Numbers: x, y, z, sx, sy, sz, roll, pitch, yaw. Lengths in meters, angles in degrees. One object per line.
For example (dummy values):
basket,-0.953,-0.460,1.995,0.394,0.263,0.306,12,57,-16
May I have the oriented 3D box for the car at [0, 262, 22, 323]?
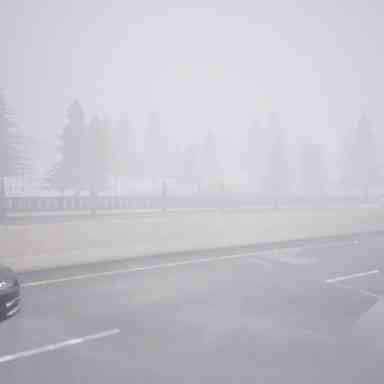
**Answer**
car,-4.995,1.417,4.369,4.902,1.511,2.128,0,1,-37
